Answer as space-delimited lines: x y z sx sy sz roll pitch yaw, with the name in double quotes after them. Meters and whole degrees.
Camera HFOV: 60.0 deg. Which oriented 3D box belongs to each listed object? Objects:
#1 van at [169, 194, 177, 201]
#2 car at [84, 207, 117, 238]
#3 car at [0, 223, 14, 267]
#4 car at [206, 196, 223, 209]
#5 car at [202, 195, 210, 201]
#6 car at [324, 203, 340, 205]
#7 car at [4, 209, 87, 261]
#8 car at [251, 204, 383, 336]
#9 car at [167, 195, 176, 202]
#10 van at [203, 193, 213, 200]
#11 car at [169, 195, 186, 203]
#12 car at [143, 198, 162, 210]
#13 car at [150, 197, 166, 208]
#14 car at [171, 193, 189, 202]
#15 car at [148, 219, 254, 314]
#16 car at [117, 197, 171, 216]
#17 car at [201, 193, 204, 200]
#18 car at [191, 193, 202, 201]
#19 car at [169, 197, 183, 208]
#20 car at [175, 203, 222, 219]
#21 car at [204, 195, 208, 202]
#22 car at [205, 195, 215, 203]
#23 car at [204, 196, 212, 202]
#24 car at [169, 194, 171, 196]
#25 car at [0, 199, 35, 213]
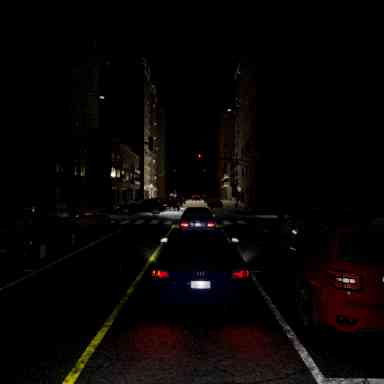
-4.748 1.370 84.702 1.690 1.788 3.998 1 0 1 "van"
-5.626 1.529 17.808 1.752 1.417 4.829 1 0 1 "car"
-5.773 1.526 6.560 1.752 1.417 4.829 1 0 1 "car"
3.255 1.592 44.874 1.802 1.307 4.206 1 0 1 "car"
3.849 1.599 90.257 1.947 1.339 4.313 1 0 1 "car"
12.958 1.743 32.006 4.718 1.301 1.895 0 -1 2 "car"
-5.698 1.547 12.354 1.887 1.381 4.507 1 0 1 "car"
2.756 1.316 6.609 2.192 1.841 5.009 1 0 1 "car"
-4.823 1.465 79.030 1.967 1.590 4.097 1 0 1 "car"
3.480 1.357 61.894 1.690 1.788 3.998 1 0 1 "van"
-2.411 1.614 52.631 1.895 1.301 4.718 0 0 1 "car"
-5.270 1.555 44.995 1.887 1.381 4.507 1 0 1 "car"
-5.196 1.557 50.668 1.887 1.381 4.507 1 0 1 "car"
-2.256 1.369 62.272 2.097 1.767 4.553 0 0 1 "car"
0.178 1.566 7.736 1.994 1.385 4.181 0 0 1 "car"
-4.875 1.477 32.291 4.902 1.511 2.128 0 -1 1 "car"
3.554 1.334 67.566 2.192 1.841 5.009 1 0 1 "car"
1.103 1.507 84.820 1.882 1.535 5.008 0 0 1 "car"
-2.541 1.611 43.200 1.895 1.301 4.718 0 0 1 "car"
0.276 1.551 17.799 2.033 1.411 5.357 0 0 0 "car"
3.403 1.596 56.220 1.802 1.307 4.206 1 0 1 "car"
3.329 1.594 50.547 1.802 1.307 4.206 1 0 1 "car"
3.700 1.607 78.912 1.802 1.307 4.206 1 0 1 "car"
-4.973 1.601 67.685 1.802 1.307 4.206 1 0 1 "car"
-16.412 1.342 29.303 4.902 1.511 2.128 1 -1 1 "car"
